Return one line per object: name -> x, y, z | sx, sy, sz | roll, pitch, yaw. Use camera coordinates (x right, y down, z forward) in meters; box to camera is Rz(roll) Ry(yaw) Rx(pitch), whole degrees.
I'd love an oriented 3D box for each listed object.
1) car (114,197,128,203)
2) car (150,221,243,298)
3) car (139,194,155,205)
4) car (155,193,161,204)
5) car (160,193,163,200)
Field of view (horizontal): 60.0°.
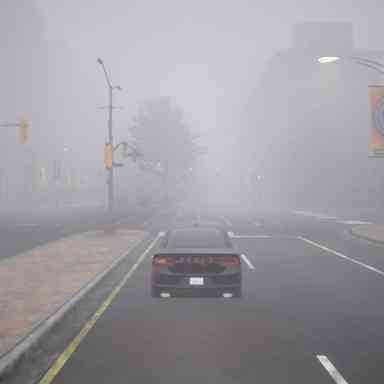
car -> -14.499, 1.595, 67.931 | 1.895, 1.301, 4.718 | 0, 0, 0
car -> 0.109, 1.478, 8.555 | 1.882, 1.535, 5.008 | 0, 0, 1
car -> -7.873, 1.505, 56.562 | 1.837, 1.490, 4.892 | 0, 0, 1
car -> -7.791, 1.526, 65.821 | 1.812, 1.442, 4.674 | 0, 0, 1
car -> -7.717, 1.225, 76.572 | 2.150, 2.045, 5.566 | 0, 0, 0
